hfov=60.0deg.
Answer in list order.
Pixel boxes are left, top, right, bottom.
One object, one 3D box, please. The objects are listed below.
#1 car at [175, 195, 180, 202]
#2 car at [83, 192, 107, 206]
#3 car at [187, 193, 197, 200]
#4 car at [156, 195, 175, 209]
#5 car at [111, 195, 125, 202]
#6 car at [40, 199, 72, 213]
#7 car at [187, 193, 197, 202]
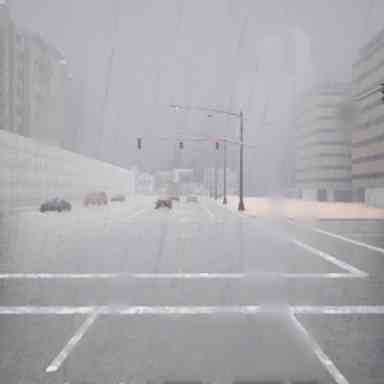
[{"bbox_3d":[-3.454,1.233,66.075,1.895,1.301,4.718,0,0,0],"label":"car"},{"bbox_3d":[-14.053,0.952,48.758,2.150,2.045,5.566,0,0,0],"label":"car"},{"bbox_3d":[0.032,1.015,74.209,2.033,1.411,5.357,0,0,0],"label":"car"},{"bbox_3d":[-3.395,1.296,41.141,1.812,1.442,4.674,0,0,0],"label":"car"},{"bbox_3d":[-13.986,1.195,63.313,2.033,1.411,5.357,0,0,0],"label":"car"},{"bbox_3d":[-14.079,1.372,34.555,1.994,1.385,4.181,0,0,0],"label":"car"},{"bbox_3d":[0.028,1.123,63.791,1.882,1.535,5.008,0,0,0],"label":"car"}]
